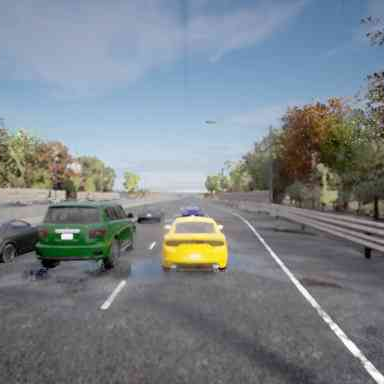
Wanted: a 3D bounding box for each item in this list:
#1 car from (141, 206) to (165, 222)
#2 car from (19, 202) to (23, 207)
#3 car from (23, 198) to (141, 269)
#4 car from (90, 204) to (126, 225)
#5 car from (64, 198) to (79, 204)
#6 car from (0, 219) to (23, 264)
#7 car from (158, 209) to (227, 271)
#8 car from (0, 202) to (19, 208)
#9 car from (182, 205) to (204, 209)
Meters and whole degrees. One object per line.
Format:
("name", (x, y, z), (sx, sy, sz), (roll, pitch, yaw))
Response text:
("car", (-3.438, 1.857, 28.627), (1.994, 1.385, 4.181), (0, -1, 0))
("car", (-17.632, 1.753, 38.630), (2.097, 1.767, 4.553), (0, -1, 0))
("car", (-3.419, 1.341, 11.784), (2.150, 2.045, 5.566), (0, -1, 0))
("car", (-6.938, 1.792, 28.040), (1.837, 1.490, 4.892), (0, 0, 0))
("car", (-28.090, 2.127, 77.890), (1.812, 1.442, 4.674), (0, -1, 0))
("car", (-6.923, 1.688, 12.323), (1.994, 1.385, 4.181), (0, -1, 0))
("car", (0.078, 1.593, 11.415), (1.882, 1.535, 5.008), (0, 0, 0))
("car", (-21.131, 1.906, 38.700), (1.837, 1.490, 4.892), (0, -1, 0))
("car", (0.062, 1.824, 29.097), (1.812, 1.442, 4.674), (0, -1, 0))
